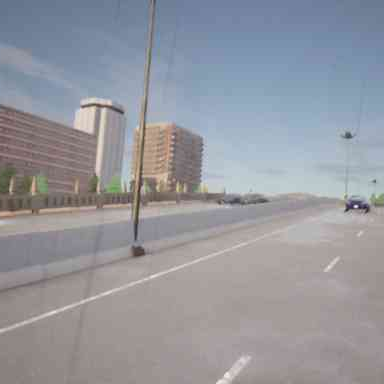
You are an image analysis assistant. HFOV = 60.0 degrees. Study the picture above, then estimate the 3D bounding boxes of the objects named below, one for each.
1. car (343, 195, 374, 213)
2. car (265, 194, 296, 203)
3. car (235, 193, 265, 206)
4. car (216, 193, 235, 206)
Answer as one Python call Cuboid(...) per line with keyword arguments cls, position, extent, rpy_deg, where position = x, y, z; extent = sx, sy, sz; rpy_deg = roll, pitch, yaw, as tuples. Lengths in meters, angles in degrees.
Cuboid(cls="car", position=(15.072, 1.039, 30.025), extent=(1.812, 1.442, 4.674), rpy_deg=(1, 1, 32))
Cuboid(cls="car", position=(9.530, 0.946, 34.680), extent=(1.812, 1.442, 4.674), rpy_deg=(1, 1, 33))
Cuboid(cls="car", position=(7.007, 0.878, 37.227), extent=(1.837, 1.490, 4.892), rpy_deg=(1, 0, 33))
Cuboid(cls="car", position=(4.870, 0.879, 40.371), extent=(2.033, 1.411, 5.357), rpy_deg=(1, 0, 33))
